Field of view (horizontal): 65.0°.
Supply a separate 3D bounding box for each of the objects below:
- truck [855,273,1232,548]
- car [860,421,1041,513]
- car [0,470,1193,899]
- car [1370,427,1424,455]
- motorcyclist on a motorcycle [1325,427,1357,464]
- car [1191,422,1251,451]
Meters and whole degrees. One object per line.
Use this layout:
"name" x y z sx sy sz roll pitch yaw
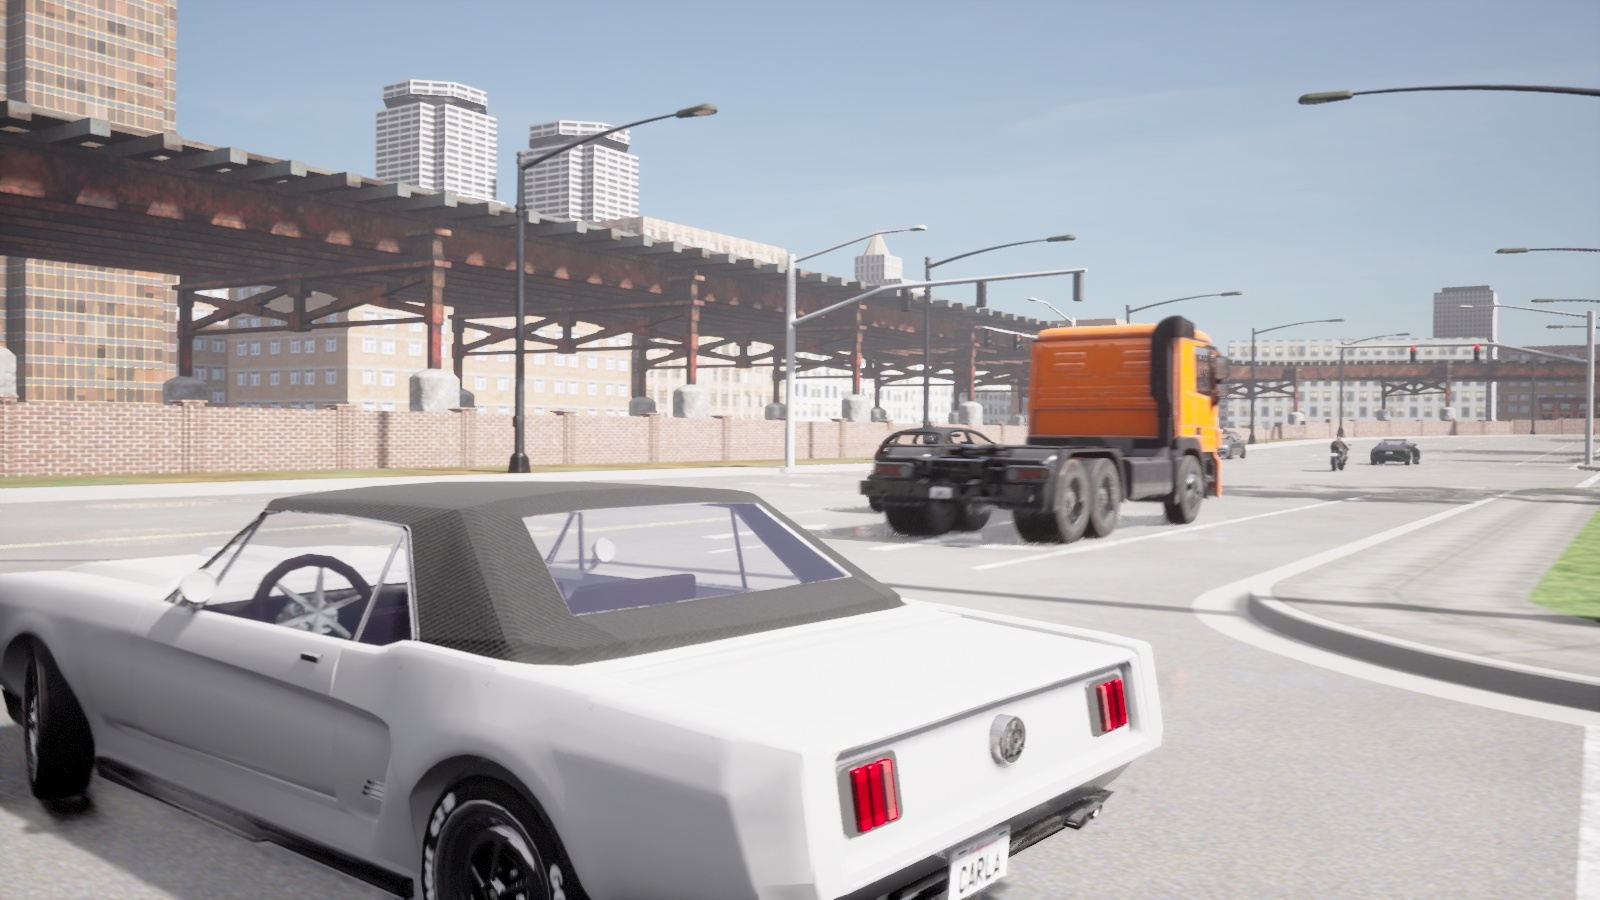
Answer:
"truck" 4.240 -0.561 19.940 2.891 3.462 7.936 0 1 35
"car" 2.996 0.271 24.275 1.851 1.617 3.988 0 1 34
"car" -1.209 0.779 4.658 4.718 1.301 1.895 0 1 39
"car" 31.693 -0.480 66.603 1.994 1.385 4.181 0 1 34
"motorcyclist on a motorcycle" 23.460 -0.209 54.461 0.866 1.530 2.191 0 1 34
"car" 25.638 -0.823 76.381 2.242 1.667 4.611 0 2 34
